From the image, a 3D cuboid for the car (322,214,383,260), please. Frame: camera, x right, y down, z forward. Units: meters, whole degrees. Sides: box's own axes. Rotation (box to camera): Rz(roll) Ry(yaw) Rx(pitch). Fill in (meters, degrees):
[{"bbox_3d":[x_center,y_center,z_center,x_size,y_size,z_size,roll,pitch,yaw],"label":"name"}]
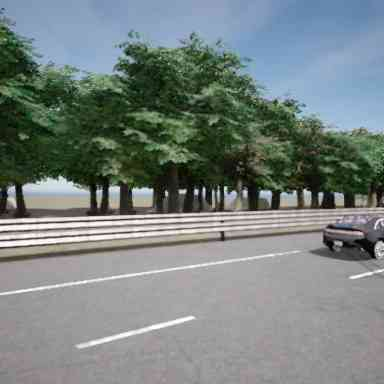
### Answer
[{"bbox_3d":[7.195,1.636,13.071,4.902,1.511,2.128,1,0,-33],"label":"car"}]
